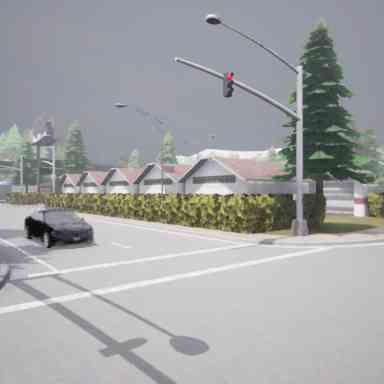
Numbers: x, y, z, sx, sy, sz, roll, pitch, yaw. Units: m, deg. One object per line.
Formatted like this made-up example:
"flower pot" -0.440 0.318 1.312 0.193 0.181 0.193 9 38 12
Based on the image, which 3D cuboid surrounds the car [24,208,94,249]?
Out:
"car" -6.106 1.525 15.007 1.882 1.535 5.008 0 1 -39
